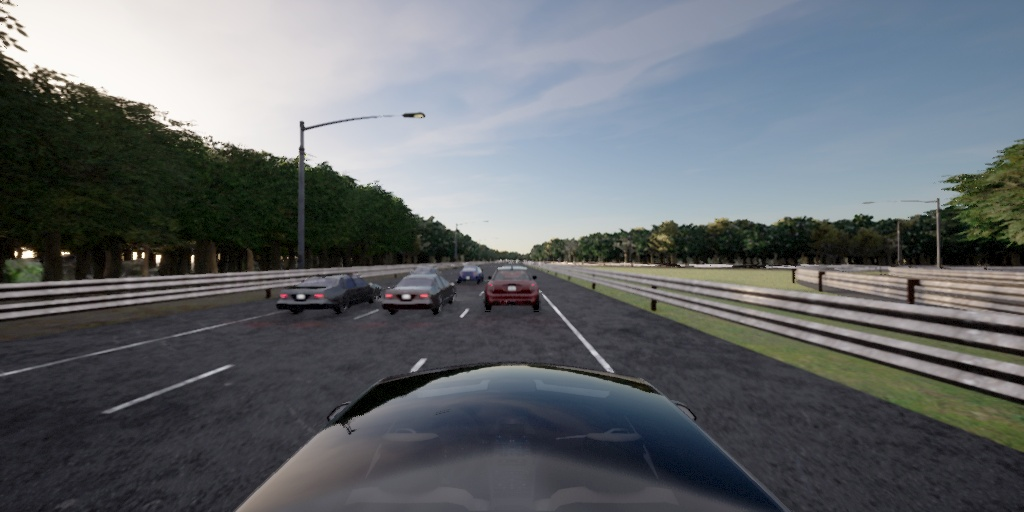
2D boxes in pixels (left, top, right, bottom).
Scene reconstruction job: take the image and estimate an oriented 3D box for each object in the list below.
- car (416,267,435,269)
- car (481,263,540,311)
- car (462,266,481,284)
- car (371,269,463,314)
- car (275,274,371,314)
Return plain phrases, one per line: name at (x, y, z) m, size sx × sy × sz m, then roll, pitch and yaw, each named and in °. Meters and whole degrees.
car at (-6.998, 1.576, 29.405) m, size 2.033 × 1.411 × 5.357 m, roll 0°, pitch -1°, yaw 0°
car at (0.014, 1.235, 15.297) m, size 2.097 × 1.767 × 4.553 m, roll 0°, pitch -1°, yaw 0°
car at (-3.488, 1.568, 30.772) m, size 1.812 × 1.442 × 4.674 m, roll 0°, pitch 0°, yaw 0°
car at (-3.496, 1.422, 14.400) m, size 2.033 × 1.411 × 5.357 m, roll 0°, pitch -1°, yaw 0°
car at (-6.996, 1.422, 14.400) m, size 2.033 × 1.411 × 5.357 m, roll 0°, pitch -1°, yaw 0°
